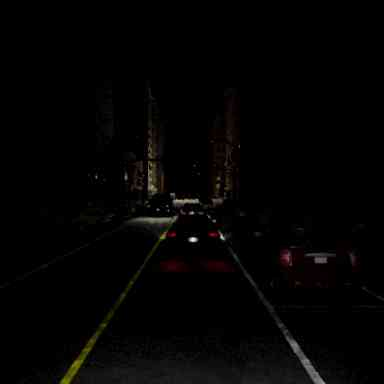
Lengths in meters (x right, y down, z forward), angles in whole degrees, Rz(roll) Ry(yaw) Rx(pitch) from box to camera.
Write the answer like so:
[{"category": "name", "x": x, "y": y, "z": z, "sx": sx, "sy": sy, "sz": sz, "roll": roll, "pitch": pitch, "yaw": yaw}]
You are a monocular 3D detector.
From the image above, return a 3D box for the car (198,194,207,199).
[{"category": "car", "x": 2.691, "y": 1.611, "z": 64.046, "sx": 1.802, "sy": 1.307, "sz": 4.206, "roll": 1, "pitch": 0, "yaw": 0}]

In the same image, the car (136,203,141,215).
[{"category": "car", "x": -5.842, "y": 1.539, "z": 31.194, "sx": 1.752, "sy": 1.417, "sz": 4.829, "roll": 1, "pitch": 0, "yaw": 0}]

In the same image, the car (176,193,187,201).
[{"category": "car", "x": -2.977, "y": 1.632, "z": 90.018, "sx": 1.895, "sy": 1.301, "sz": 4.718, "roll": 0, "pitch": 0, "yaw": 0}]

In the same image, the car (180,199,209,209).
[{"category": "car", "x": 0.033, "y": 1.559, "z": 25.761, "sx": 2.033, "sy": 1.411, "sz": 5.357, "roll": 0, "pitch": 0, "yaw": 1}]

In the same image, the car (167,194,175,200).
[{"category": "car", "x": -5.826, "y": 1.490, "z": 92.421, "sx": 1.967, "sy": 1.590, "sz": 4.097, "roll": 1, "pitch": 0, "yaw": 0}]

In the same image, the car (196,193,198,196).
[{"category": "car", "x": 2.698, "y": 1.356, "z": 81.066, "sx": 2.192, "sy": 1.841, "sz": 5.009, "roll": 1, "pitch": 0, "yaw": 0}]

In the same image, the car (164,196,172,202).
[{"category": "car", "x": -5.830, "y": 1.623, "z": 81.076, "sx": 1.802, "sy": 1.307, "sz": 4.206, "roll": 1, "pitch": 0, "yaw": 0}]

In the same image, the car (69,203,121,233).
[{"category": "car", "x": -5.844, "y": 1.534, "z": 19.945, "sx": 1.752, "sy": 1.417, "sz": 4.829, "roll": 1, "pitch": 0, "yaw": 0}]

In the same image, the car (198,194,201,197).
[{"category": "car", "x": 2.693, "y": 1.615, "z": 69.720, "sx": 1.802, "sy": 1.307, "sz": 4.206, "roll": 1, "pitch": 0, "yaw": 0}]

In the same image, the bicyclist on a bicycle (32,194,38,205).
[{"category": "bicyclist on a bicycle", "x": -23.000, "y": 1.173, "z": 48.829, "sx": 0.582, "sy": 1.620, "sz": 1.656, "roll": 0, "pitch": 0, "yaw": 0}]

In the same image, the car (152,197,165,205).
[{"category": "car", "x": -5.835, "y": 1.571, "z": 58.384, "sx": 1.887, "sy": 1.381, "sz": 4.507, "roll": 1, "pitch": 0, "yaw": 0}]

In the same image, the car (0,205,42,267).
[{"category": "car", "x": -5.845, "y": 1.319, "z": 8.866, "sx": 2.192, "sy": 1.841, "sz": 5.009, "roll": 1, "pitch": 0, "yaw": 0}]

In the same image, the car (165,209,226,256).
[{"category": "car", "x": 0.052, "y": 1.570, "z": 13.159, "sx": 1.994, "sy": 1.385, "sz": 4.181, "roll": 0, "pitch": 0, "yaw": 0}]

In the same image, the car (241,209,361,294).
[{"category": "car", "x": 2.680, "y": 1.444, "z": 8.855, "sx": 1.967, "sy": 1.590, "sz": 4.097, "roll": 1, "pitch": 0, "yaw": 0}]

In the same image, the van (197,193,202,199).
[{"category": "van", "x": 2.697, "y": 1.378, "z": 75.393, "sx": 1.690, "sy": 1.788, "sz": 3.998, "roll": 1, "pitch": 0, "yaw": 0}]

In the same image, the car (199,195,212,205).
[{"category": "car", "x": 2.690, "y": 1.608, "z": 58.373, "sx": 1.802, "sy": 1.307, "sz": 4.206, "roll": 1, "pitch": 0, "yaw": 0}]

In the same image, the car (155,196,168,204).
[{"category": "car", "x": -5.834, "y": 1.574, "z": 64.057, "sx": 1.887, "sy": 1.381, "sz": 4.507, "roll": 1, "pitch": 0, "yaw": 0}]

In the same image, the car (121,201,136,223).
[{"category": "car", "x": -5.843, "y": 1.556, "z": 25.740, "sx": 1.887, "sy": 1.381, "sz": 4.507, "roll": 1, "pitch": 0, "yaw": 0}]

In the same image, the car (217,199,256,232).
[{"category": "car", "x": 2.683, "y": 1.323, "z": 20.104, "sx": 2.192, "sy": 1.841, "sz": 5.009, "roll": 1, "pitch": 0, "yaw": 0}]

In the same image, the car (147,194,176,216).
[{"category": "car", "x": -3.024, "y": 1.238, "z": 32.465, "sx": 2.150, "sy": 2.045, "sz": 5.566, "roll": 0, "pitch": 0, "yaw": 0}]
